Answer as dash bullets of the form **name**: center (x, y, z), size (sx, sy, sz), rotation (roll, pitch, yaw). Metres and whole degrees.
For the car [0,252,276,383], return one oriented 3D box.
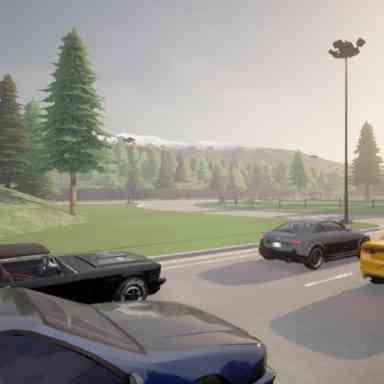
- **car**: center (-1.763, 1.547, 2.488), size (5.357, 1.411, 2.033), rotation (0, 0, -36)

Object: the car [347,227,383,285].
- **car**: center (6.182, 1.472, 8.264), size (5.008, 1.535, 1.882), rotation (0, 0, -35)

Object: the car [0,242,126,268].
- **car**: center (-2.855, 1.600, 6.011), size (4.718, 1.301, 1.895), rotation (0, 0, -36)

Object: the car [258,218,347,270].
- **car**: center (4.201, 1.559, 11.152), size (4.181, 1.385, 1.994), rotation (0, 0, -35)
